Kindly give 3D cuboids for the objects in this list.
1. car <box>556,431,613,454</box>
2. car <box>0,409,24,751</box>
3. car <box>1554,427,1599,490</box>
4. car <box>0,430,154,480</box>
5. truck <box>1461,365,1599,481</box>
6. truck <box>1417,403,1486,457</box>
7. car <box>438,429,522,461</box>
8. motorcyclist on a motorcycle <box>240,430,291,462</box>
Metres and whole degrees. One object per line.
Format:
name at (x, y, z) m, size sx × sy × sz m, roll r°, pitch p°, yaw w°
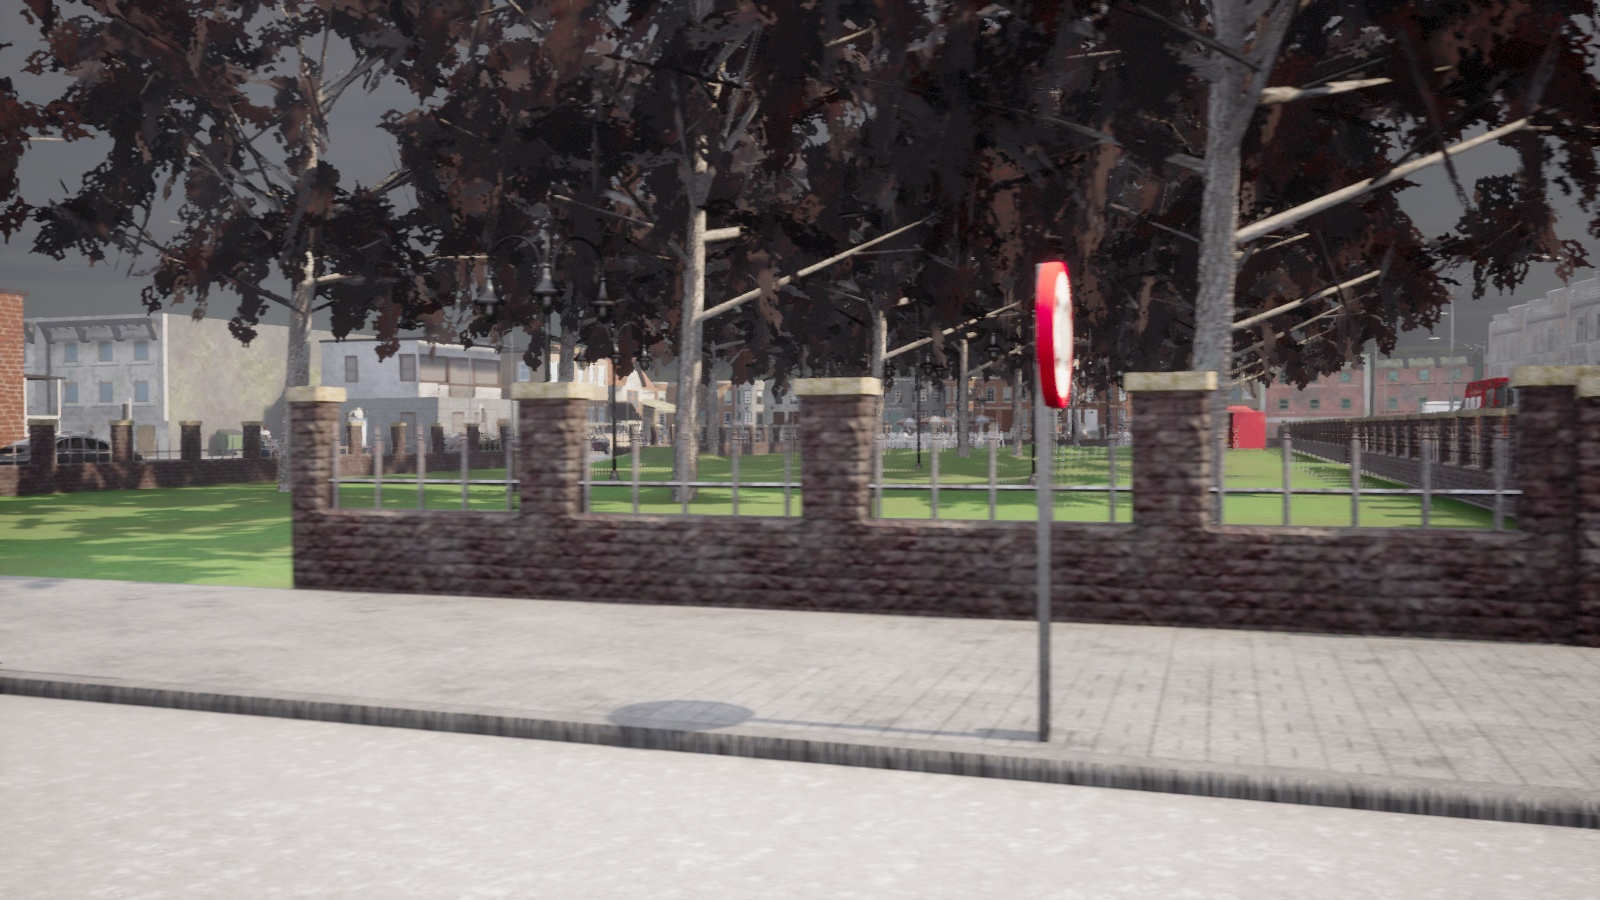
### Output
car at (-13.778, -0.503, 80.656) m, size 1.816 × 1.474 × 4.193 m, roll 1°, pitch 1°, yaw 19°
car at (-5.921, 0.610, 5.754) m, size 3.988 × 1.617 × 1.851 m, roll 1°, pitch 1°, yaw 17°
car at (22.915, 0.195, 35.072) m, size 2.242 × 1.667 × 4.611 m, roll 1°, pitch 1°, yaw 19°
car at (-23.162, 0.105, 39.905) m, size 1.837 × 1.490 × 4.892 m, roll 0°, pitch 1°, yaw 16°
truck at (26.583, -0.974, 45.975) m, size 2.891 × 3.827 × 8.468 m, roll 1°, pitch 1°, yaw 19°
truck at (43.621, -1.341, 84.302) m, size 2.891 × 3.462 × 7.936 m, roll 1°, pitch 1°, yaw 18°
car at (-16.119, -0.269, 63.249) m, size 1.789 × 1.549 × 3.705 m, roll 2°, pitch 2°, yaw 45°
motorcyclist on a motorcycle at (-25.633, -0.200, 60.238) m, size 2.191 × 1.530 × 0.866 m, roll 0°, pitch 1°, yaw 15°
